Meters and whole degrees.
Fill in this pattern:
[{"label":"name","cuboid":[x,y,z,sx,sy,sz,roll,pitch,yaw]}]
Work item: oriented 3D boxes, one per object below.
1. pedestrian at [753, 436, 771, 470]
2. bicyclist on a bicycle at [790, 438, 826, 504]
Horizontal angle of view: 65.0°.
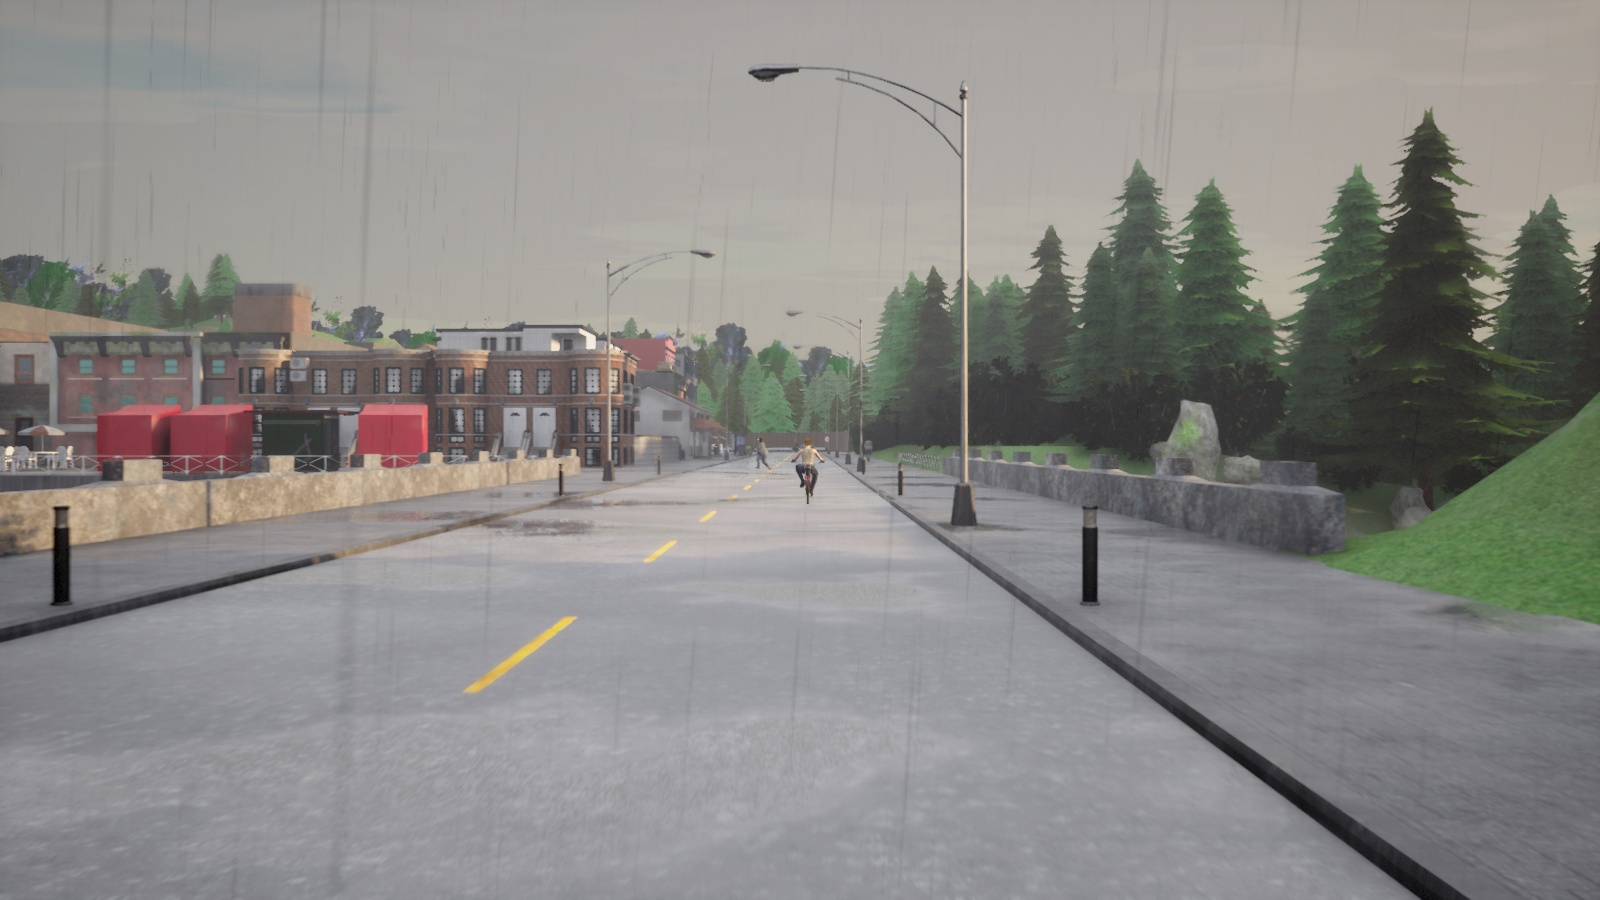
[{"label":"pedestrian","cuboid":[-2.058,0.160,68.279,0.900,1.855,0.874,0,0,-8]},{"label":"bicyclist on a bicycle","cuboid":[0.193,0.507,31.245,0.866,1.612,1.509,0,0,0]}]
